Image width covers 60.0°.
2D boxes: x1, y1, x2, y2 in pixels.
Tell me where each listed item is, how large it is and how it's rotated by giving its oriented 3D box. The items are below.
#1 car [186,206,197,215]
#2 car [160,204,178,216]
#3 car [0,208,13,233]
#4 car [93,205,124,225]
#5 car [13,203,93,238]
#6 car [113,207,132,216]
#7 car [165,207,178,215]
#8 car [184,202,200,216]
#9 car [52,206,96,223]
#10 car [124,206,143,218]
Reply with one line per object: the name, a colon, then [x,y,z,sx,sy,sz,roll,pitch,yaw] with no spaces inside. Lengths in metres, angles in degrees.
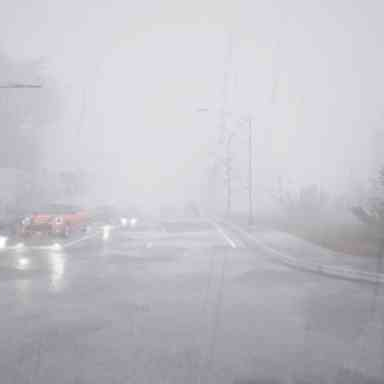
car: [-0.042,3.273,59.422,1.882,1.535,5.008,0,-3,0]
car: [-3.534,2.674,49.379,2.097,1.767,4.553,0,-3,0]
car: [-10.604,1.643,19.609,1.994,1.385,4.181,0,-1,0]
car: [-7.107,1.794,26.841,1.837,1.490,4.892,0,-2,0]
car: [-7.105,1.394,17.652,2.097,1.767,4.553,0,-1,0]
car: [-10.563,2.953,50.784,1.994,1.385,4.181,0,-3,0]
car: [-3.542,3.342,59.416,2.033,1.411,5.357,0,-3,0]
car: [-0.034,2.527,49.031,2.150,2.045,5.566,0,-3,0]
car: [-10.606,1.980,30.380,2.033,1.411,5.357,0,-2,0]
car: [-7.102,2.376,40.072,2.128,1.511,4.902,0,-3,0]
